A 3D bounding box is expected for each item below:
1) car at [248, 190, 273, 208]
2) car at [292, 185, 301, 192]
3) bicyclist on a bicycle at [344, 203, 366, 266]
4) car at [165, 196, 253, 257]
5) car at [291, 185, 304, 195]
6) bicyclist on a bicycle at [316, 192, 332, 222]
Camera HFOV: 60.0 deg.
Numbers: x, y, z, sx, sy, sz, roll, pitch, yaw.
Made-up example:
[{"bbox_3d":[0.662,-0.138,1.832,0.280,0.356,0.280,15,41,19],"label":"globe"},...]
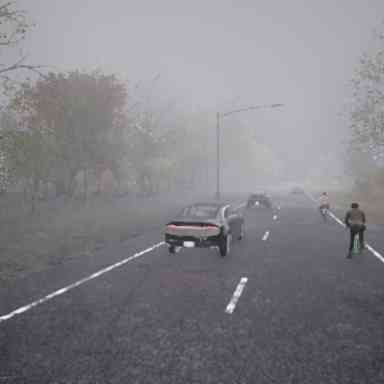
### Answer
[{"bbox_3d":[5.892,0.554,28.800,1.837,1.490,4.892,0,2,17],"label":"car"},{"bbox_3d":[22.162,-0.843,70.799,1.812,1.442,4.674,0,2,17],"label":"car"},{"bbox_3d":[4.522,1.131,9.201,0.582,1.620,1.656,0,2,17],"label":"bicyclist on a bicycle"},{"bbox_3d":[0.619,1.122,11.379,2.128,1.511,4.902,0,2,17],"label":"car"},{"bbox_3d":[17.458,-0.277,54.915,1.994,1.385,4.181,0,2,17],"label":"car"},{"bbox_3d":[7.372,0.802,18.549,0.866,1.612,1.509,0,2,17],"label":"bicyclist on a bicycle"}]
